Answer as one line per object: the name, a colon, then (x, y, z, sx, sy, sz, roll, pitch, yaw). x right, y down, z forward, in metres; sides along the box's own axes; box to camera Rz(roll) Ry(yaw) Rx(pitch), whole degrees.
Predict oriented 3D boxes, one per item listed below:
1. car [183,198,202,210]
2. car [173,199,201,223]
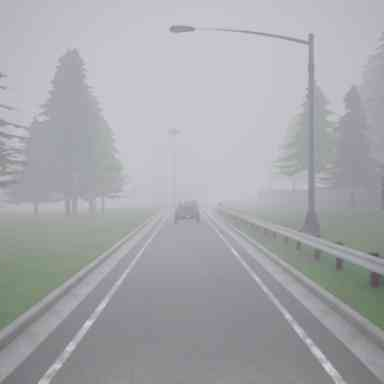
car: (0.079, 1.563, 42.933, 1.994, 1.385, 4.181, 0, 0, 6)
car: (-0.390, 1.491, 25.344, 2.128, 1.511, 4.902, 0, 0, -2)
